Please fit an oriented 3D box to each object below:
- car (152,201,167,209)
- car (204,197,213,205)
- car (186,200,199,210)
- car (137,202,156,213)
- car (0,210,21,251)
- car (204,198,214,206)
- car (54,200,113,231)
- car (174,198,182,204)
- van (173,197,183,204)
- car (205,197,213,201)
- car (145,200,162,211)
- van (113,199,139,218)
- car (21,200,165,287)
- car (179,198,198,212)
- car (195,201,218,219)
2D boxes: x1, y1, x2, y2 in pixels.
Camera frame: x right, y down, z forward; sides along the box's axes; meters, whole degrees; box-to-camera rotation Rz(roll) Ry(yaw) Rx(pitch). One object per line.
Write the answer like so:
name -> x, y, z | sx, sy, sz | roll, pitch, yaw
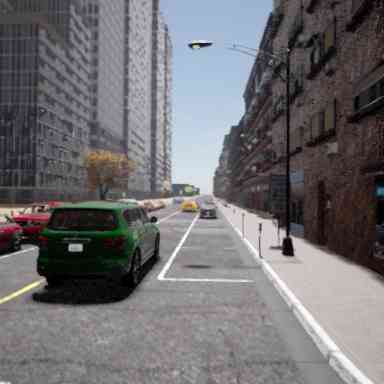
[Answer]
car -> -5.542, 2.158, 56.897 | 1.802, 1.307, 4.206 | 1, -1, 3
car -> 4.324, 2.245, 84.668 | 2.192, 1.841, 5.009 | 1, -1, 3
car -> 0.170, 2.094, 56.315 | 1.882, 1.535, 5.008 | 0, -1, 4
car -> -6.138, 2.037, 45.621 | 1.802, 1.307, 4.206 | 1, -1, 3
car -> -7.926, 1.509, 11.792 | 1.967, 1.590, 4.097 | 1, -1, 3
car -> 3.725, 2.256, 73.392 | 1.967, 1.590, 4.097 | 1, -1, 3
car -> -7.327, 1.516, 23.070 | 2.192, 1.841, 5.009 | 1, -1, 3
car -> -3.751, 2.468, 90.727 | 1.887, 1.381, 4.507 | 1, -1, 3
van -> -4.046, 2.208, 85.090 | 1.690, 1.788, 3.998 | 1, -1, 3
car -> 3.427, 2.197, 67.755 | 1.967, 1.590, 4.097 | 1, -1, 3
car -> -5.848, 2.040, 51.089 | 1.752, 1.417, 4.829 | 1, -1, 3
van -> -6.731, 1.671, 34.346 | 1.690, 1.788, 3.998 | 1, -1, 3
car -> -2.342, 1.312, 9.746 | 2.150, 2.045, 5.566 | 0, -1, 3
car -> -0.338, 1.985, 46.116 | 1.882, 1.535, 5.008 | 0, -1, 3
car -> 1.635, 1.944, 33.920 | 2.008, 1.369, 4.403 | 1, -1, 3
